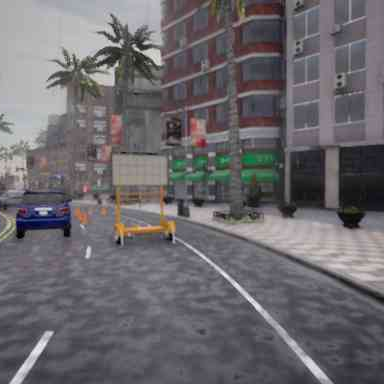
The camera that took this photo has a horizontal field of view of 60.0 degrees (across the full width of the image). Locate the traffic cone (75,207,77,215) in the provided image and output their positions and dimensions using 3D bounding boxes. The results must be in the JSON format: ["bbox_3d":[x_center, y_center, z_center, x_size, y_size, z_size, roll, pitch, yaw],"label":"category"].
[{"bbox_3d":[-7.908,1.477,23.255,0.340,0.580,0.340,-1,1,-23],"label":"traffic cone"}]

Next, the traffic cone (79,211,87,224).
[{"bbox_3d":[-6.313,1.551,19.588,0.340,0.580,0.340,-1,1,-23],"label":"traffic cone"}]

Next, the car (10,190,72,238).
[{"bbox_3d":[-7.003,0.898,15.927,2.150,2.045,5.566,0,1,-22],"label":"car"}]

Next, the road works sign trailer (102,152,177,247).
[{"bbox_3d":[-2.162,0.173,13.730,2.380,3.560,2.880,-1,1,-23],"label":"road works sign trailer"}]

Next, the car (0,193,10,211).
[{"bbox_3d":[-16.975,0.870,31.225,2.128,1.511,4.902,-1,2,-40],"label":"car"}]

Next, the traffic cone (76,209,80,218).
[{"bbox_3d":[-7.110,1.514,21.421,0.340,0.580,0.340,-1,1,-23],"label":"traffic cone"}]
